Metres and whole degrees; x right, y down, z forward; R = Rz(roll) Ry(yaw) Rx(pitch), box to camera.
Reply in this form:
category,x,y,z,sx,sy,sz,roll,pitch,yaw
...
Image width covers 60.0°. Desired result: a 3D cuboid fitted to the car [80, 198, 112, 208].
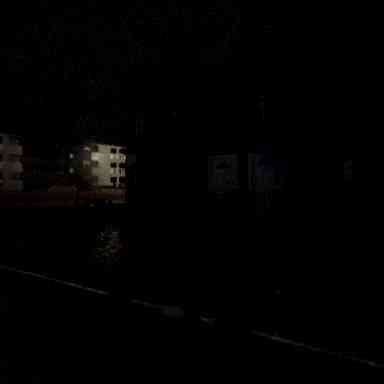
category,x,y,z,sx,sy,sz,roll,pitch,yaw
car,-14.071,1.605,49.104,1.837,1.490,4.892,0,0,39
